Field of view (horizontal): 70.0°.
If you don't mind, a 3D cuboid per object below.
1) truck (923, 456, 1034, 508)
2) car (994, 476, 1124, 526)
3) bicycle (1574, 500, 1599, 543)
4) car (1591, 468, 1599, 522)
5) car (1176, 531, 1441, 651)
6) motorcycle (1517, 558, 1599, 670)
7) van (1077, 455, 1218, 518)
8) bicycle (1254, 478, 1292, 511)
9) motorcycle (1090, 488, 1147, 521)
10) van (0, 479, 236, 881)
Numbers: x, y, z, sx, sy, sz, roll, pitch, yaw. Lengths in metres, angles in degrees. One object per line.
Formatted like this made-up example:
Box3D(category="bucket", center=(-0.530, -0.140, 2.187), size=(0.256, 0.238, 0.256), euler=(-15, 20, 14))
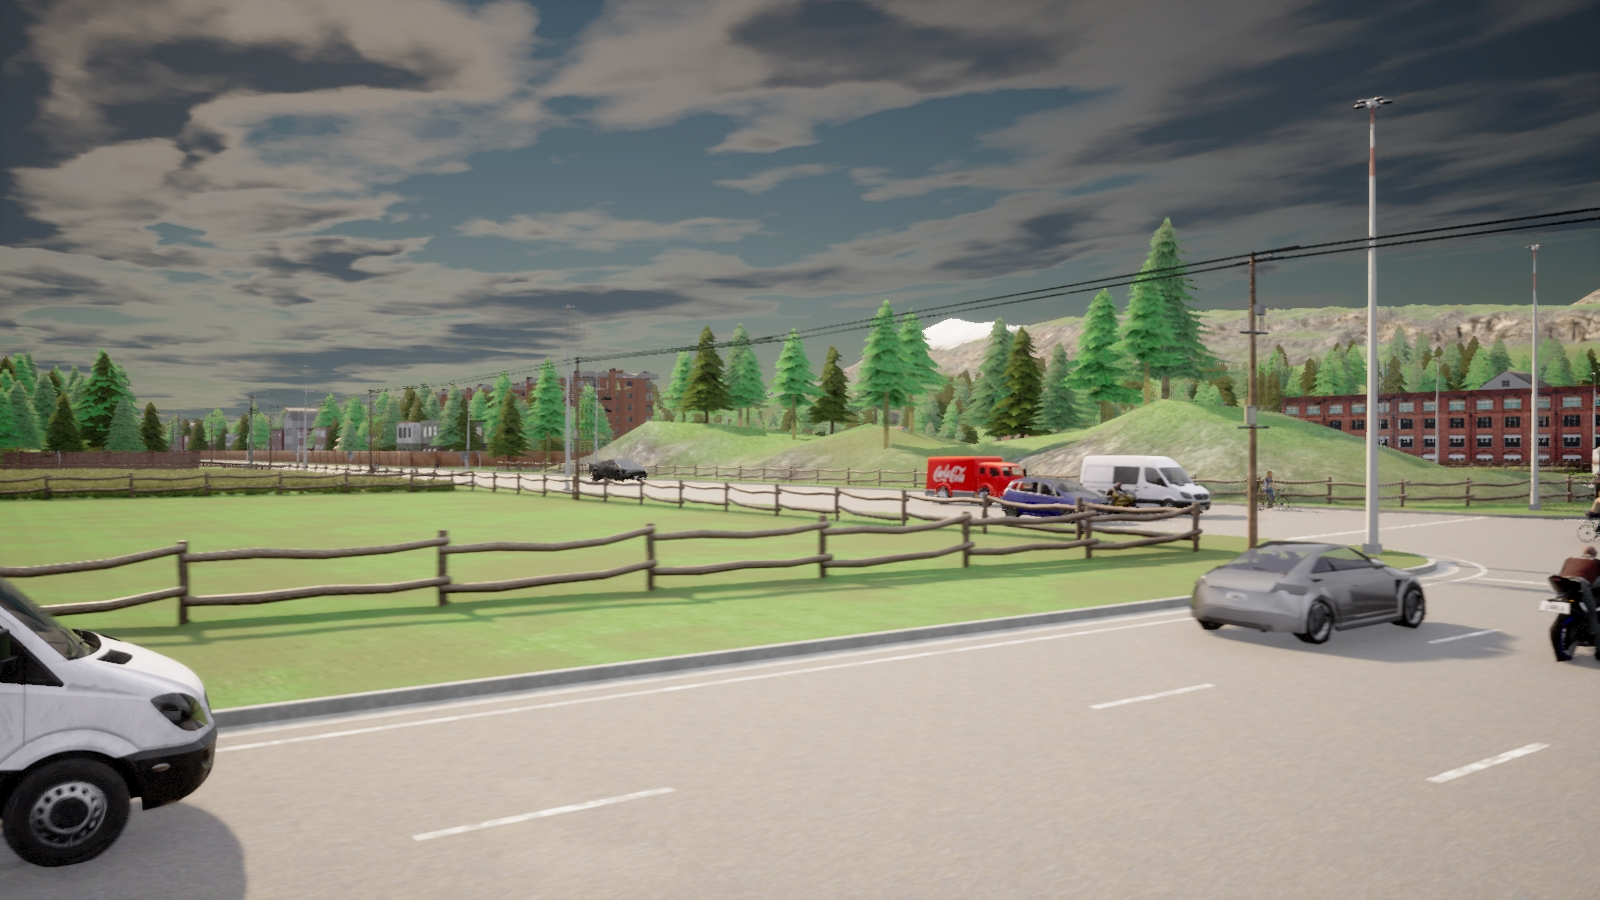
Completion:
Box3D(category="truck", center=(9.009, 1.566, 58.185), size=(2.627, 2.467, 5.204), euler=(0, 0, -37))
Box3D(category="car", center=(10.112, 1.961, 44.919), size=(2.242, 1.667, 4.611), euler=(0, 1, -35))
Box3D(category="bicycle", center=(24.403, 2.158, 34.587), size=(1.487, 1.276, 0.859), euler=(0, -2, 26))
Box3D(category="car", center=(34.303, 1.754, 43.994), size=(6.274, 2.098, 2.390), euler=(0, 0, -6))
Box3D(category="car", center=(8.054, 2.119, 17.993), size=(4.181, 1.385, 1.994), euler=(0, 0, -36))
Box3D(category="motorcycle", center=(10.810, 2.205, 15.676), size=(2.209, 1.251, 0.867), euler=(0, 0, -36))
Box3D(category="van", center=(15.081, 1.535, 49.989), size=(1.988, 2.561, 5.915), euler=(0, 0, -36))
Box3D(category="bicycle", center=(21.795, 2.055, 52.651), size=(0.373, 1.496, 1.643), euler=(0, -1, -36))
Box3D(category="motorcycle", center=(13.040, 2.206, 46.839), size=(0.867, 1.251, 2.209), euler=(0, 0, -36))
Box3D(category="van", center=(-7.078, 1.534, 7.387), size=(5.915, 2.561, 1.988), euler=(0, 0, -35))
